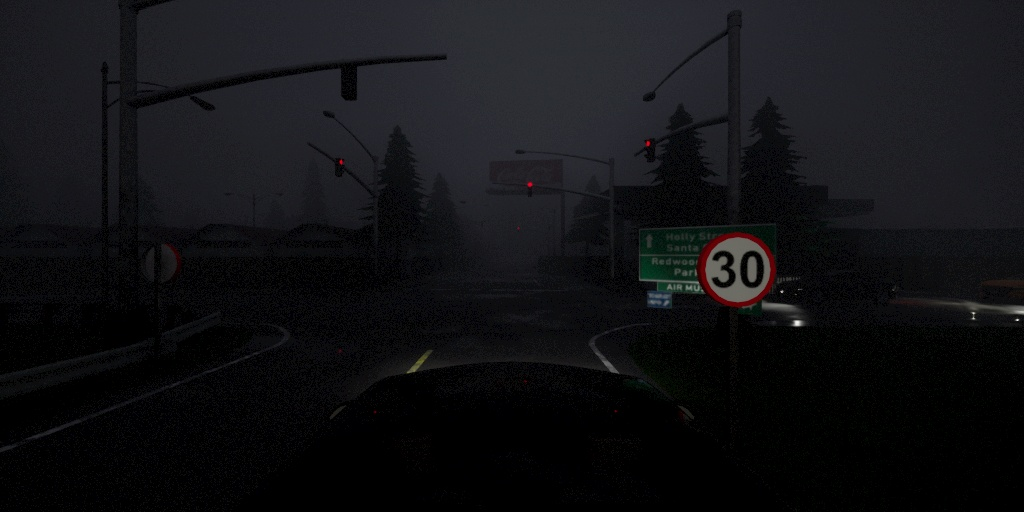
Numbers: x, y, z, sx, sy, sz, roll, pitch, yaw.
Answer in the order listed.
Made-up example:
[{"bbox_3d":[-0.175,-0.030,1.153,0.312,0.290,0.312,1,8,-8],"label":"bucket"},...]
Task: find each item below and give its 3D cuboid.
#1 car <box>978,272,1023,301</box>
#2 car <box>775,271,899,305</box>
[{"bbox_3d":[25.132,1.419,16.811,5.008,1.535,1.882,0,0,1],"label":"car"},{"bbox_3d":[15.196,1.446,16.940,4.892,1.490,1.837,0,0,1],"label":"car"}]
